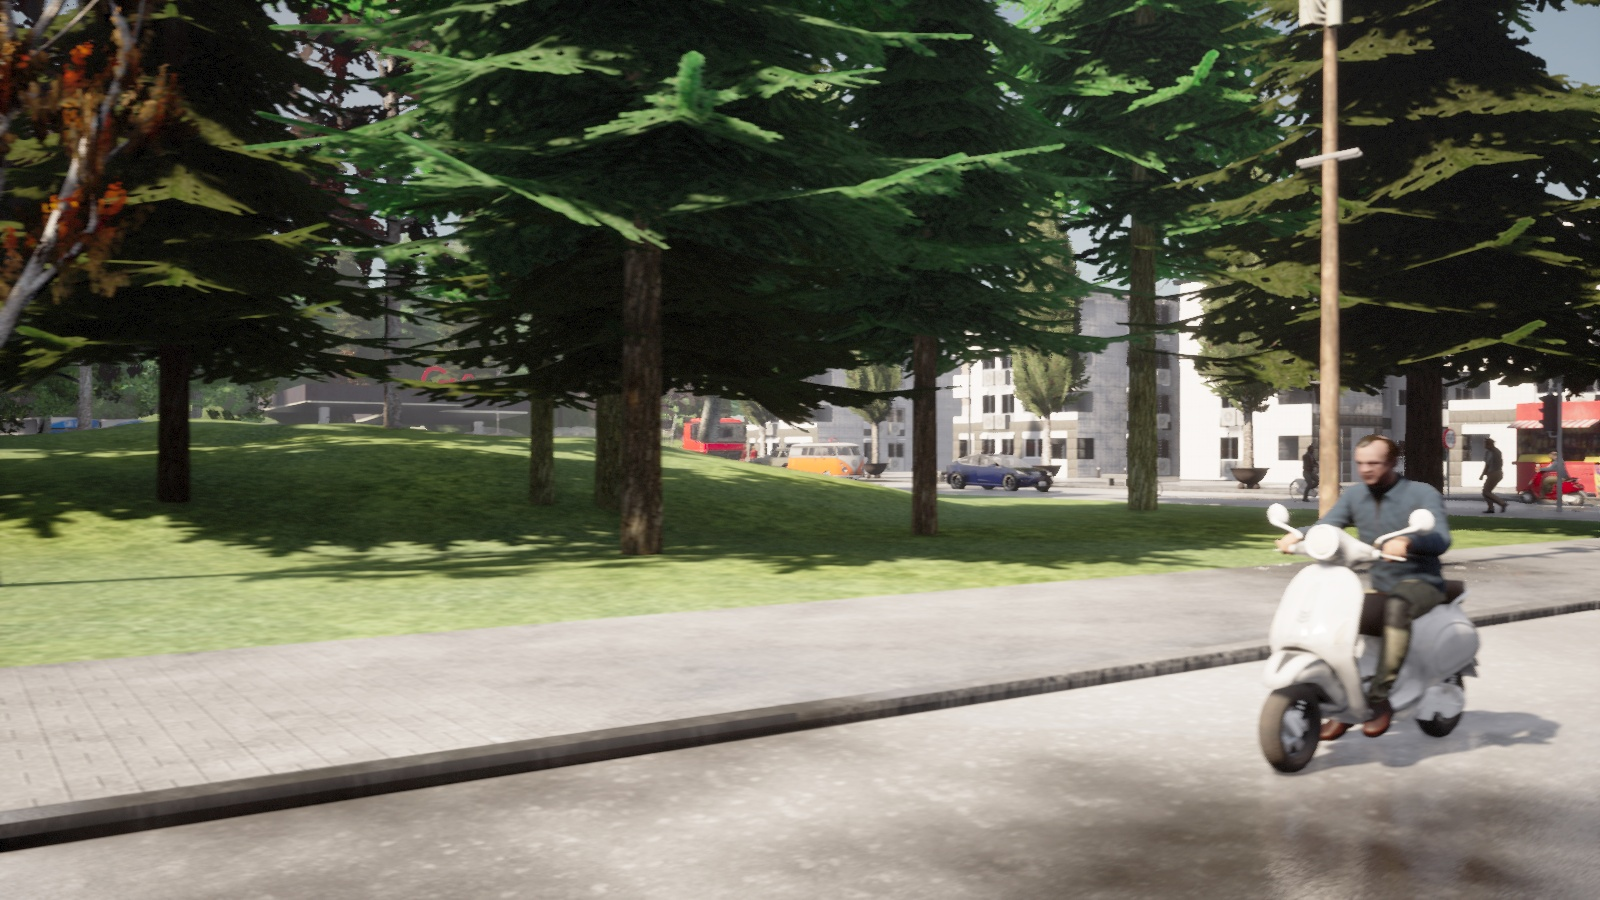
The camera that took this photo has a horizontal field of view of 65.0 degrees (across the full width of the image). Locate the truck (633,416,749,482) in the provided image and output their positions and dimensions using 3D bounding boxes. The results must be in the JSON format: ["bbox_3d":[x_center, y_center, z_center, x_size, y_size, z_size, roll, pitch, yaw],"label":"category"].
[{"bbox_3d":[-6.155,-0.052,69.841,2.891,3.462,7.936,0,0,-34],"label":"truck"}]

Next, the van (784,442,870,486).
[{"bbox_3d":[1.235,0.641,59.202,1.775,1.987,4.442,0,0,-35],"label":"van"}]

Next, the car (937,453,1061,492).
[{"bbox_3d":[7.817,0.850,49.745,2.163,1.488,4.792,0,0,-35],"label":"car"}]

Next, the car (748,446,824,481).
[{"bbox_3d":[-0.801,0.733,69.129,1.932,1.855,4.605,0,0,-35],"label":"car"}]

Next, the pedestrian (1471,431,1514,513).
[{"bbox_3d":[15.884,0.492,28.796,0.540,1.848,0.694,0,0,-36],"label":"pedestrian"}]

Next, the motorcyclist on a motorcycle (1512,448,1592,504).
[{"bbox_3d":[21.880,0.742,36.567,0.866,1.590,1.817,0,0,-35],"label":"motorcyclist on a motorcycle"}]

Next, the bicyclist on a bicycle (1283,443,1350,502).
[{"bbox_3d":[15.769,0.676,38.375,0.659,1.776,1.843,0,0,-34],"label":"bicyclist on a bicycle"}]

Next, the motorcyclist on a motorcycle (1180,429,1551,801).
[{"bbox_3d":[2.838,0.708,6.248,1.817,1.590,0.866,0,0,-35],"label":"motorcyclist on a motorcycle"}]
